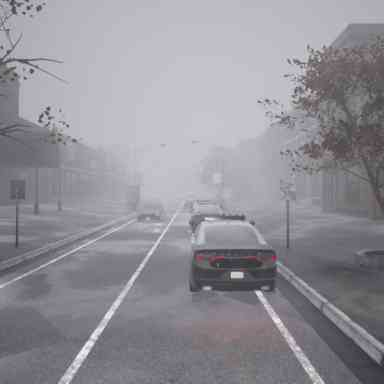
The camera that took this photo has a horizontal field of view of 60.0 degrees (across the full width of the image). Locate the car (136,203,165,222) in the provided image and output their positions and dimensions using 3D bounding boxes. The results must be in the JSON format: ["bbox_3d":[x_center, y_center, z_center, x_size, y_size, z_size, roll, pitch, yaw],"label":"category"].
[{"bbox_3d":[-3.165,1.551,26.585,2.033,1.411,5.357,0,0,0],"label":"car"}]

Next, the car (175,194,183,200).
[{"bbox_3d":[-3.211,1.137,83.450,1.882,1.535,5.008,0,1,0],"label":"car"}]

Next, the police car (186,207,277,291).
[{"bbox_3d":[0.879,1.426,9.116,1.930,1.638,5.238,0,0,0],"label":"police car"}]

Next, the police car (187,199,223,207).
[{"bbox_3d":[0.853,1.428,19.117,1.930,1.638,5.238,0,0,0],"label":"police car"}]

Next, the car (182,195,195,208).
[{"bbox_3d":[-0.101,1.507,46.698,1.812,1.442,4.674,0,0,0],"label":"car"}]

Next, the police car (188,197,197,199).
[{"bbox_3d":[0.838,1.428,25.117,1.930,1.638,5.238,0,0,0],"label":"police car"}]

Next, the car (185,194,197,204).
[{"bbox_3d":[-0.150,1.257,59.816,2.097,1.767,4.553,0,0,0],"label":"car"}]
